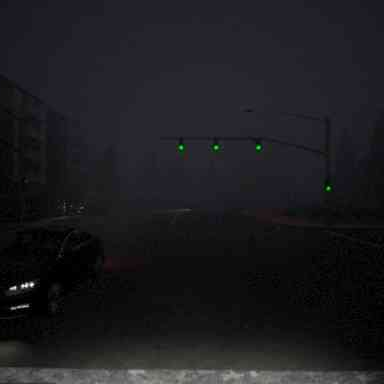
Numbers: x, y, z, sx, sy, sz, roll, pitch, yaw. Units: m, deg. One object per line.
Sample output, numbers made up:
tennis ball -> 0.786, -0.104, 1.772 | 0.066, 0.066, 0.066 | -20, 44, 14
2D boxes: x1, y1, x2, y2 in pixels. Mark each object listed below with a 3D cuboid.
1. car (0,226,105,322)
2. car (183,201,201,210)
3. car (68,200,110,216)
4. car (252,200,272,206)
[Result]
car -> -3.448, 1.607, 7.727 | 2.128, 1.511, 4.902 | 0, -1, 1
car -> 0.031, 2.291, 57.980 | 2.128, 1.511, 4.902 | -1, 0, 21
car -> -11.080, 1.669, 36.014 | 2.097, 1.767, 4.553 | 1, -2, 31
car -> 16.512, 2.524, 77.907 | 5.357, 1.411, 2.033 | 1, -1, -36
